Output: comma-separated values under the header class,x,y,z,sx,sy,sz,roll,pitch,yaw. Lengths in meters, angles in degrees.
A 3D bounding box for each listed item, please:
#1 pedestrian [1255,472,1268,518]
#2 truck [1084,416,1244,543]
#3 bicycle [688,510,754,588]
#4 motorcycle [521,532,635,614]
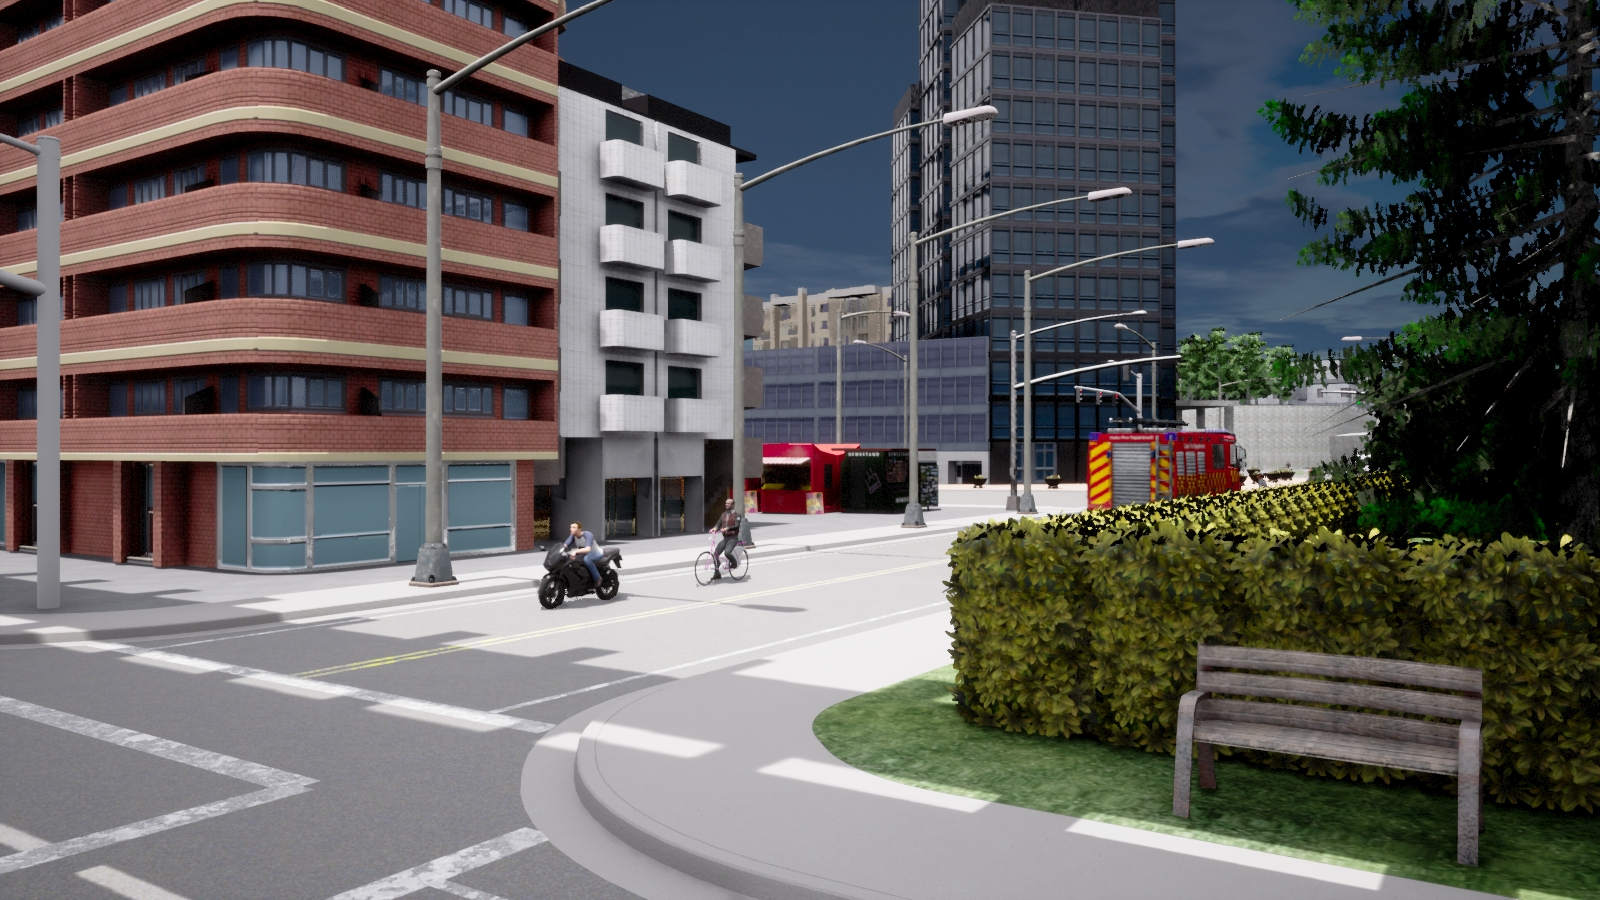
class,x,y,z,sx,sy,sz,roll,pitch,yaw
pedestrian,18.948,1.848,46.885,0.375,1.860,0.375,0,0,-43
truck,12.590,0.891,38.885,2.891,3.827,8.468,0,0,34
bicycle,-1.641,2.048,23.979,0.329,1.496,1.835,0,0,34
motorcycle,-3.972,2.173,20.574,0.803,1.224,2.033,0,0,34
